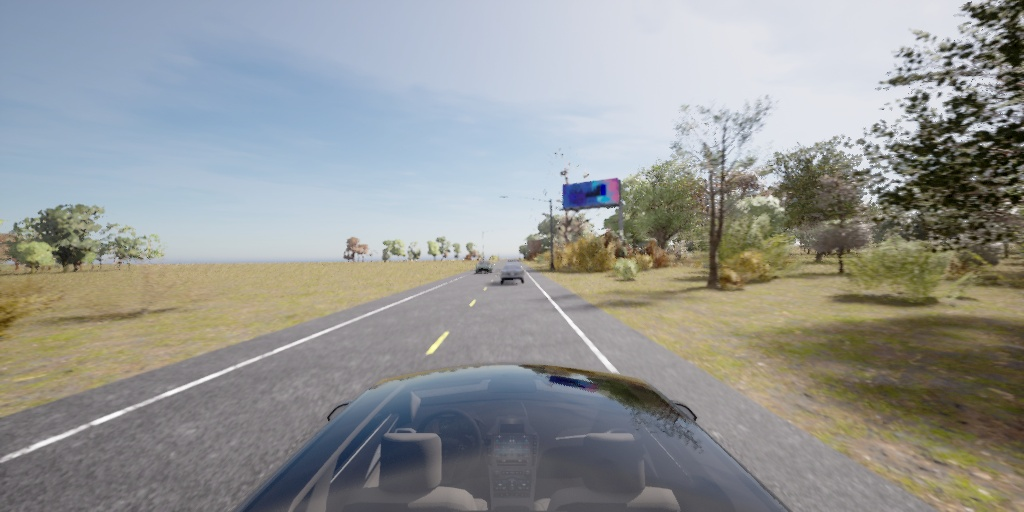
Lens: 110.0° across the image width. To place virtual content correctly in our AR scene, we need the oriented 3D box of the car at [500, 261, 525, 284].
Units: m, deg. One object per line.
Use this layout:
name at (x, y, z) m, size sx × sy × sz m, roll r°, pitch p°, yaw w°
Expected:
car at (0.049, 1.377, 28.567) m, size 2.033 × 1.411 × 5.357 m, roll -1°, pitch 0°, yaw 1°

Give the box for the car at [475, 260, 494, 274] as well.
car at (-3.427, 1.347, 44.961) m, size 2.097 × 1.767 × 4.553 m, roll -1°, pitch 0°, yaw 0°

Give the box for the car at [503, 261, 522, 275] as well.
car at (0.118, 1.362, 42.946) m, size 2.128 × 1.511 × 4.902 m, roll -1°, pitch 0°, yaw 1°
